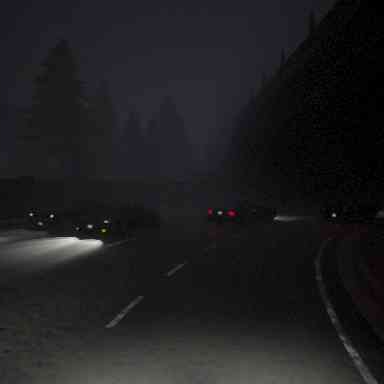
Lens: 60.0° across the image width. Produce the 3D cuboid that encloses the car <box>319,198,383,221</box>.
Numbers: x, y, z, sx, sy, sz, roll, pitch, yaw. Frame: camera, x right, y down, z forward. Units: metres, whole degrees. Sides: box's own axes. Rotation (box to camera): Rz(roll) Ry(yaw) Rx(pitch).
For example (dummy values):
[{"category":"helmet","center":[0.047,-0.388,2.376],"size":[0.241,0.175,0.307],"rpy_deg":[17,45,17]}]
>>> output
[{"category":"car","center":[9.997,1.024,20.936],"size":[4.718,1.301,1.895],"rpy_deg":[-1,2,-41]}]

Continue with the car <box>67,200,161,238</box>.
[{"category":"car","center":[-3.187,1.144,15.121],"size":[1.994,1.385,4.181],"rpy_deg":[1,2,28]}]

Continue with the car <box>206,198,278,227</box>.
[{"category":"car","center":[2.927,1.035,18.529],"size":[2.033,1.411,5.357],"rpy_deg":[1,2,38]}]

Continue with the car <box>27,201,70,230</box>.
[{"category":"car","center":[-6.029,1.117,17.437],"size":[1.895,1.301,4.718],"rpy_deg":[1,2,28]}]
